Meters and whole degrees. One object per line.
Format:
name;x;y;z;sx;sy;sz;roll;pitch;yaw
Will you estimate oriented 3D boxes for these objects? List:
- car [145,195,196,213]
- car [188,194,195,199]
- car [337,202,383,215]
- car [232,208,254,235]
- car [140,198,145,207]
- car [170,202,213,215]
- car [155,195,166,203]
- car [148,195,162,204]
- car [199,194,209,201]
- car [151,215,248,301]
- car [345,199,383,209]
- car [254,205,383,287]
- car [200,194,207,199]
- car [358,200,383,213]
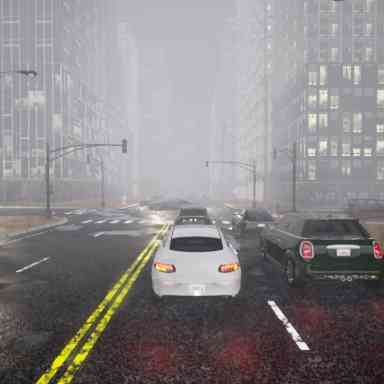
car;-2.207;1.438;35.592;4.902;1.511;2.128;1;1;1
car;-0.228;1.216;90.742;1.882;1.535;5.008;0;0;0
car;18.195;1.728;35.332;4.718;1.301;1.895;1;1;1
car;3.304;1.554;17.823;1.994;1.385;4.181;0;0;0
car;-6.717;1.526;50.752;1.994;1.385;4.181;0;0;0
car;0.057;1.495;17.408;1.837;1.490;4.892;0;0;0
car;-6.681;1.413;71.451;1.882;1.535;5.008;0;0;0
car;-6.721;1.427;61.076;1.882;1.535;5.008;0;0;1
car;3.049;1.392;80.332;1.882;1.535;5.008;0;0;0
car;0.081;1.522;8.160;1.812;1.442;4.674;0;0;0
car;16.127;1.518;29.575;5.009;1.841;2.192;1;0;1
car;3.327;1.348;9.436;2.097;1.767;4.553;0;0;0
car;3.022;1.262;90.749;1.812;1.442;4.674;0;0;0
car;21.715;1.641;37.876;4.829;1.417;1.752;1;0;1
